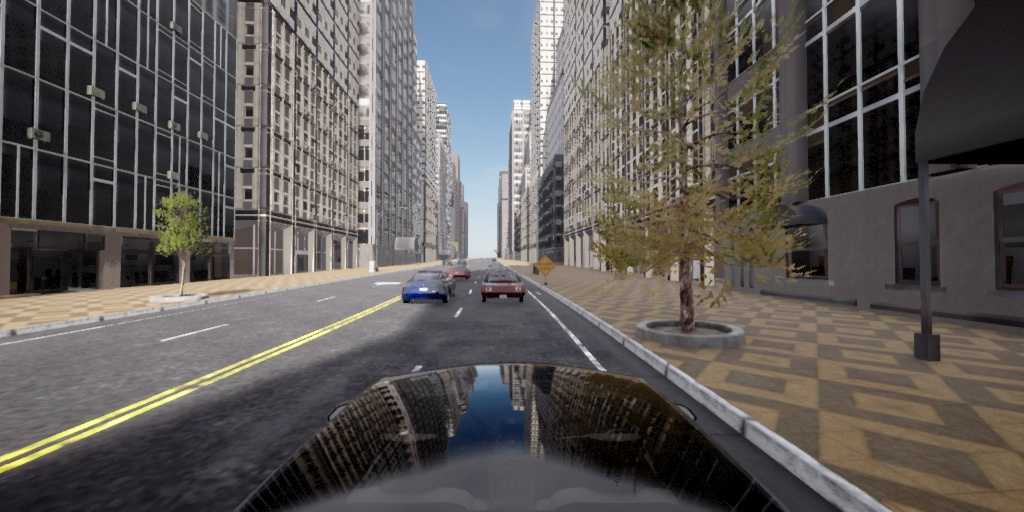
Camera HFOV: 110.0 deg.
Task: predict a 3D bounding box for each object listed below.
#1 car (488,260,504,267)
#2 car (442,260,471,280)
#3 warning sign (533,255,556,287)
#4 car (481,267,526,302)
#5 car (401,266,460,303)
[{"bbox_3d":[-1.430,1.334,31.811,2.033,1.411,5.357,0,0,-4],"label":"car"},{"bbox_3d":[-4.674,1.340,31.607,1.994,1.385,4.181,0,0,-4],"label":"car"},{"bbox_3d":[2.055,0.879,21.787,1.300,1.860,1.060,0,0,-4],"label":"warning sign"},{"bbox_3d":[-0.490,1.375,16.869,1.895,1.301,4.718,0,0,-4],"label":"car"},{"bbox_3d":[-3.732,1.328,16.634,1.994,1.385,4.181,0,0,-4],"label":"car"}]
